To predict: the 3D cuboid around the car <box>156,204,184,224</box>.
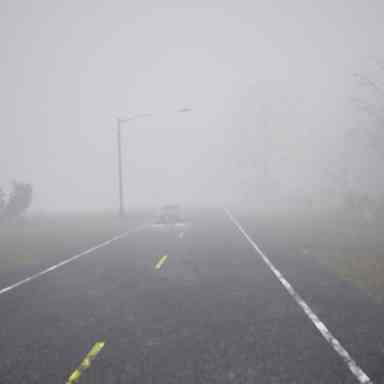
[{"bbox_3d":[-1.785,1.769,28.135,1.837,1.490,4.892,-2,-1,3],"label":"car"}]
